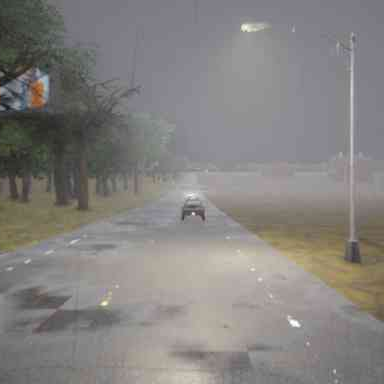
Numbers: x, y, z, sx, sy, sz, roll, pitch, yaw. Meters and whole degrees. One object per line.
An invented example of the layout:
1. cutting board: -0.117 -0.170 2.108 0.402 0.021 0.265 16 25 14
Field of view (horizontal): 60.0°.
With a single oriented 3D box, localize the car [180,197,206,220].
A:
1. car: 0.089 1.406 27.485 1.837 1.490 4.892 0 0 0
